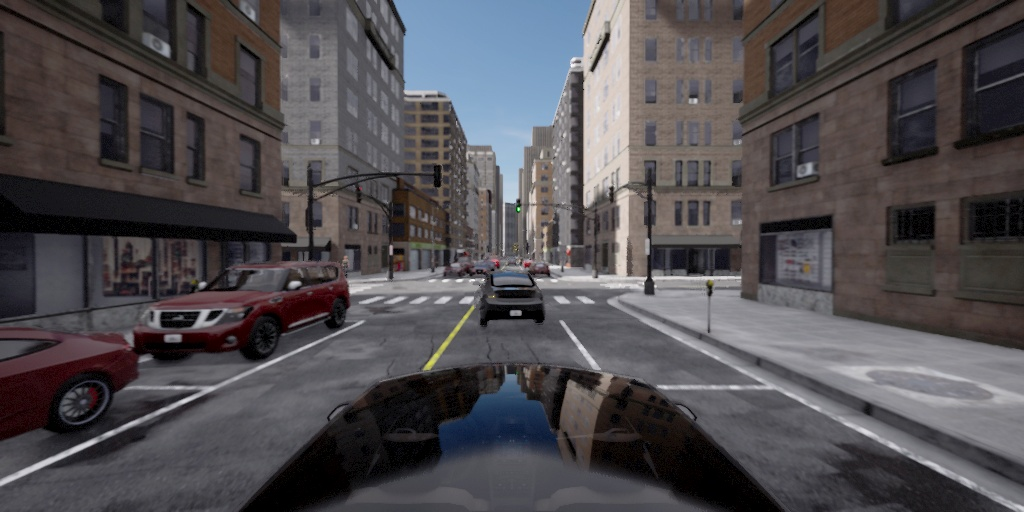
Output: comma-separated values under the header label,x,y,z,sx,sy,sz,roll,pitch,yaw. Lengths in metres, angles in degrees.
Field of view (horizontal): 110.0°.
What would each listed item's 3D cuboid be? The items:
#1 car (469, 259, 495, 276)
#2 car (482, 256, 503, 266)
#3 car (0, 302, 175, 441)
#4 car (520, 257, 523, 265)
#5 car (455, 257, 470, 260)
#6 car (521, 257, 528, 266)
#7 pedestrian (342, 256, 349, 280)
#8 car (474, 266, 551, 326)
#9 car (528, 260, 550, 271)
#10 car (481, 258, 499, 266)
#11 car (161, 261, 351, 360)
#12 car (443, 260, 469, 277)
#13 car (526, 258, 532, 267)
label,x,y,z,sx,sy,sz,roll,pitch,yaw
car,-3.097,1.296,35.929,1.994,1.385,4.181,0,0,0
car,-3.035,0.961,56.827,2.150,2.045,5.566,0,0,0
car,-5.668,1.331,2.936,1.802,1.307,4.207,0,0,0
car,2.861,1.183,63.360,1.967,1.591,4.097,0,0,0
car,-5.666,1.047,41.082,2.192,1.841,5.009,0,0,0
car,2.861,1.284,57.797,1.888,1.381,4.507,0,0,0
pedestrian,-12.544,0.879,27.042,0.375,1.860,0.375,0,1,0
car,-0.182,1.246,11.755,1.837,1.490,4.892,0,0,-7
car,2.859,1.314,35.545,1.802,1.307,4.207,0,0,0
car,-3.089,1.282,46.356,2.033,1.411,5.357,0,0,0
car,-5.668,1.058,8.518,2.192,1.841,5.009,0,0,0
car,-5.667,1.314,35.518,1.802,1.307,4.207,0,0,0
car,2.859,1.258,41.278,1.751,1.417,4.829,0,0,0
